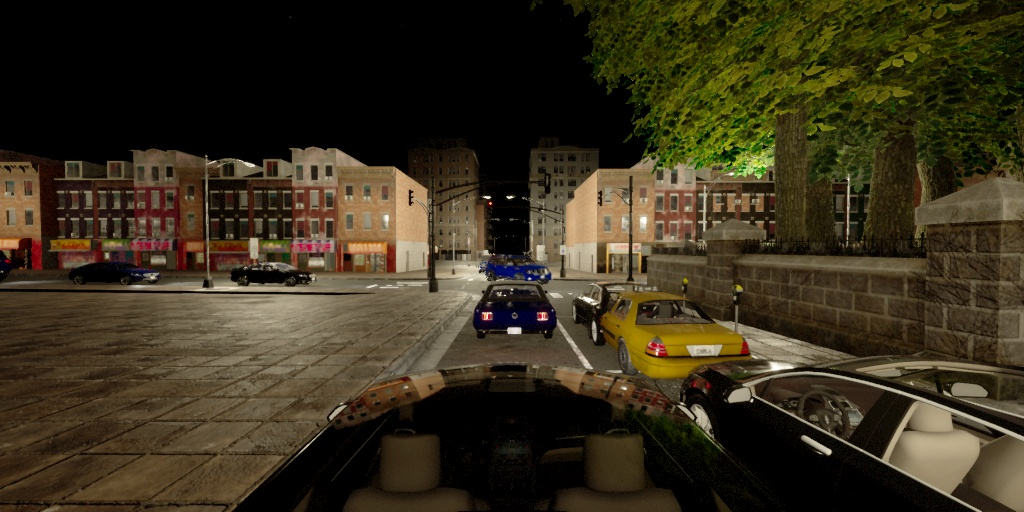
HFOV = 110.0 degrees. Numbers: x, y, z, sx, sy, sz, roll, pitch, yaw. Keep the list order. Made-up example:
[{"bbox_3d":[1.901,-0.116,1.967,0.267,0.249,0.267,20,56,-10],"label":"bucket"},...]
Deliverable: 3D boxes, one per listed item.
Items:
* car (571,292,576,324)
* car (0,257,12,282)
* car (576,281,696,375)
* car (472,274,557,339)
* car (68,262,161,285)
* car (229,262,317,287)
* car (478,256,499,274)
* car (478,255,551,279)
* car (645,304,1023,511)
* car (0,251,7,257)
[{"bbox_3d":[2.658,1.299,9.262,2.007,1.370,4.403,0,0,0],"label":"car"},{"bbox_3d":[-35.283,0.970,22.768,4.674,1.442,1.812,1,1,1],"label":"car"},{"bbox_3d":[2.684,1.274,7.289,1.751,1.417,4.829,0,0,0],"label":"car"},{"bbox_3d":[0.072,1.349,10.066,1.895,1.301,4.718,0,0,0],"label":"car"},{"bbox_3d":[-25.140,1.084,22.740,4.674,1.442,1.812,1,1,0],"label":"car"},{"bbox_3d":[-15.035,1.160,22.721,4.902,1.511,2.128,1,1,0],"label":"car"},{"bbox_3d":[-2.731,0.988,42.744,2.150,2.045,5.566,0,0,0],"label":"car"},{"bbox_3d":[0.252,0.949,25.269,2.150,2.045,5.566,-2,2,-38],"label":"car"},{"bbox_3d":[2.637,1.300,2.127,2.007,1.370,4.403,0,0,0],"label":"car"},{"bbox_3d":[-39.696,0.550,25.709,5.566,2.045,2.150,1,1,0],"label":"car"}]
